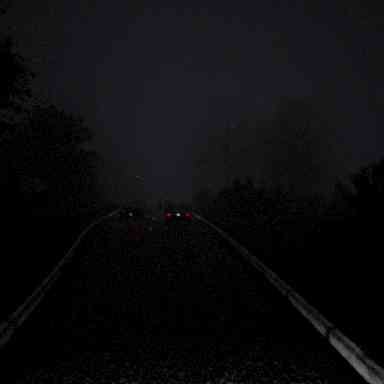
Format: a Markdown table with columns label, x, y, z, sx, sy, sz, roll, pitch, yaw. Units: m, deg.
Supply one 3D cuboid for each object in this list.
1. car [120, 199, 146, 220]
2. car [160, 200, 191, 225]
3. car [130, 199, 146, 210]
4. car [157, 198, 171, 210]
| label | x | y | z | sx | sy | sz | roll | pitch | yaw |
| --- | --- | --- | --- | --- | --- | --- | --- | --- | --- |
| car | -4.996 | 1.543 | 28.166 | 1.812 | 1.442 | 4.674 | 0 | 0 | -6 |
| car | -1.130 | 1.563 | 24.492 | 2.033 | 1.411 | 5.357 | 0 | 0 | -5 |
| car | -7.100 | 1.591 | 43.649 | 1.994 | 1.385 | 4.181 | 0 | 0 | -9 |
| car | -3.413 | 1.519 | 42.640 | 2.128 | 1.511 | 4.902 | 0 | 0 | -9 |
